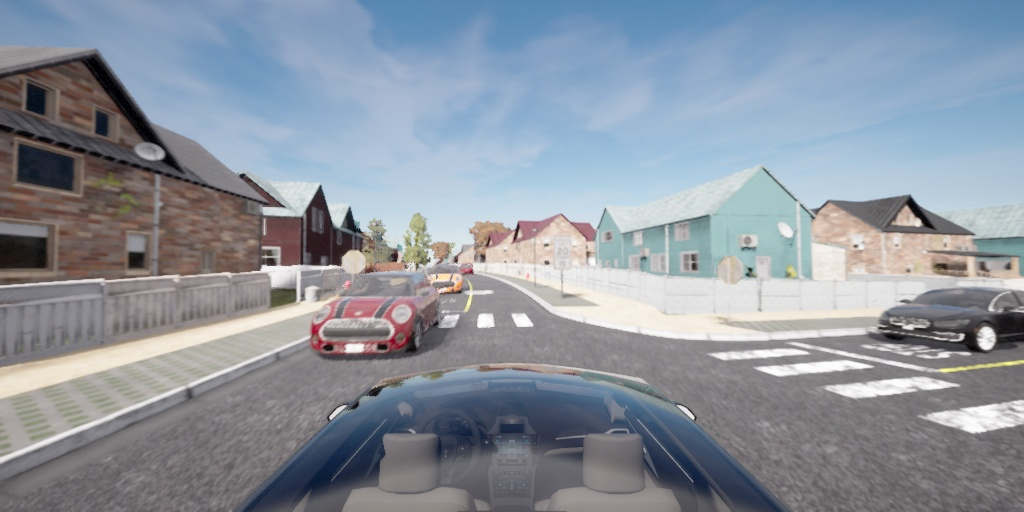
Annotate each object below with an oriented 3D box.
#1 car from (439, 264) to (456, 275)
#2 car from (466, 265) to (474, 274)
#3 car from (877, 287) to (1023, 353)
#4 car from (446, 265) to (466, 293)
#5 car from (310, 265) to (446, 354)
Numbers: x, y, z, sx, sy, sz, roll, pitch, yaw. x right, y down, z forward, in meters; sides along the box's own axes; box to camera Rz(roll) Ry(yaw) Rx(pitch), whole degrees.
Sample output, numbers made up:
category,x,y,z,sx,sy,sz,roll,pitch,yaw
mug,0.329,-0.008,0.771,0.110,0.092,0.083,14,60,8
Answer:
category,x,y,z,sx,sy,sz,roll,pitch,yaw
car,-9.430,1.933,51.825,2.033,1.411,5.357,0,-1,-14
car,-6.839,1.972,52.976,1.994,1.385,4.181,0,-1,-13
car,12.357,1.603,9.670,4.892,1.490,1.837,1,-2,-14
car,-4.134,1.351,22.605,2.097,1.767,4.553,0,-1,-7
car,-3.118,1.190,9.104,2.097,1.767,4.553,0,-1,-3
